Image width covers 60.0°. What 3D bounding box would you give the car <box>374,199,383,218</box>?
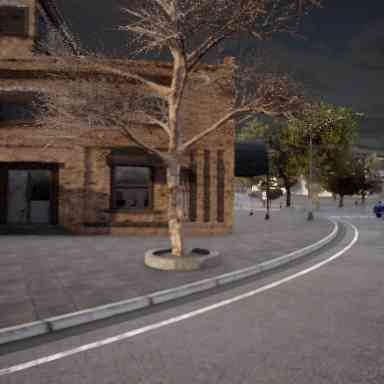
[{"bbox_3d":[17.682,1.347,28.686,2.150,2.045,5.566,0,-1,11],"label":"car"}]
